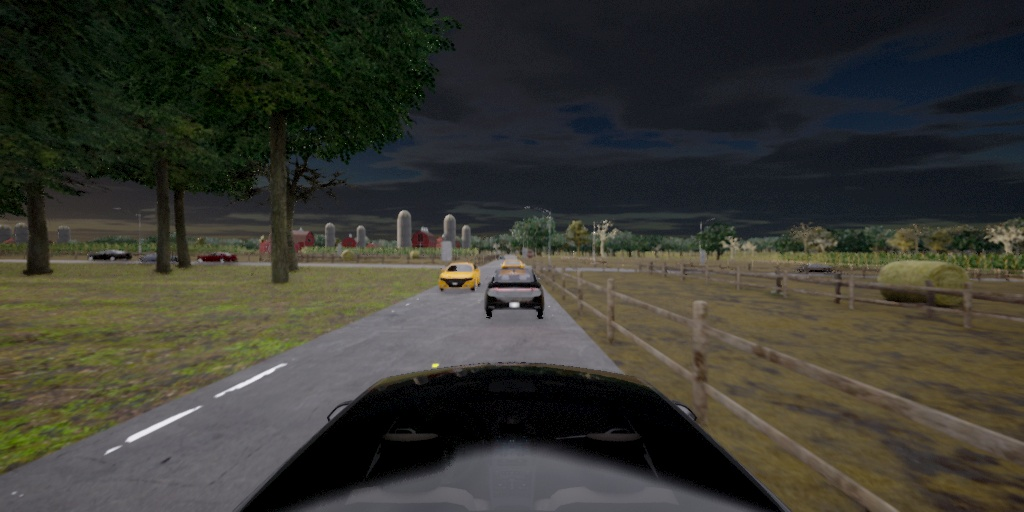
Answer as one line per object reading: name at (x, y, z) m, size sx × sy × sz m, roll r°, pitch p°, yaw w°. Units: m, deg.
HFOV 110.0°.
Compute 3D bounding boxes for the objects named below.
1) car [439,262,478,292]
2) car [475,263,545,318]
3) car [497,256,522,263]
car at (-2.858, 1.099, 20.459) m, size 1.882 × 1.535 × 5.008 m, roll 0°, pitch 0°, yaw 0°
car at (0.078, 1.169, 12.687) m, size 2.128 × 1.511 × 4.902 m, roll 0°, pitch 0°, yaw 0°
car at (0.071, 1.038, 28.489) m, size 1.882 × 1.535 × 5.008 m, roll 0°, pitch 0°, yaw 0°
